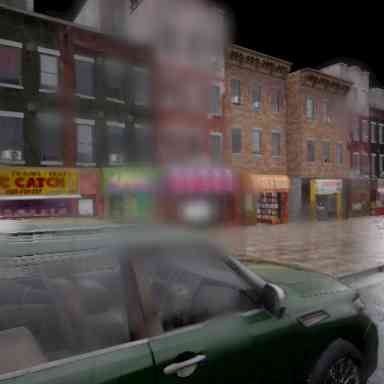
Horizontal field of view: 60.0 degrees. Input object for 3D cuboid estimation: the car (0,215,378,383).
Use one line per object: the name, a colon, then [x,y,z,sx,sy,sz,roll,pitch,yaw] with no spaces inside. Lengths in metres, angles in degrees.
car: [-0.729,1.223,2.760,5.566,2.045,2.150,0,0,-35]
